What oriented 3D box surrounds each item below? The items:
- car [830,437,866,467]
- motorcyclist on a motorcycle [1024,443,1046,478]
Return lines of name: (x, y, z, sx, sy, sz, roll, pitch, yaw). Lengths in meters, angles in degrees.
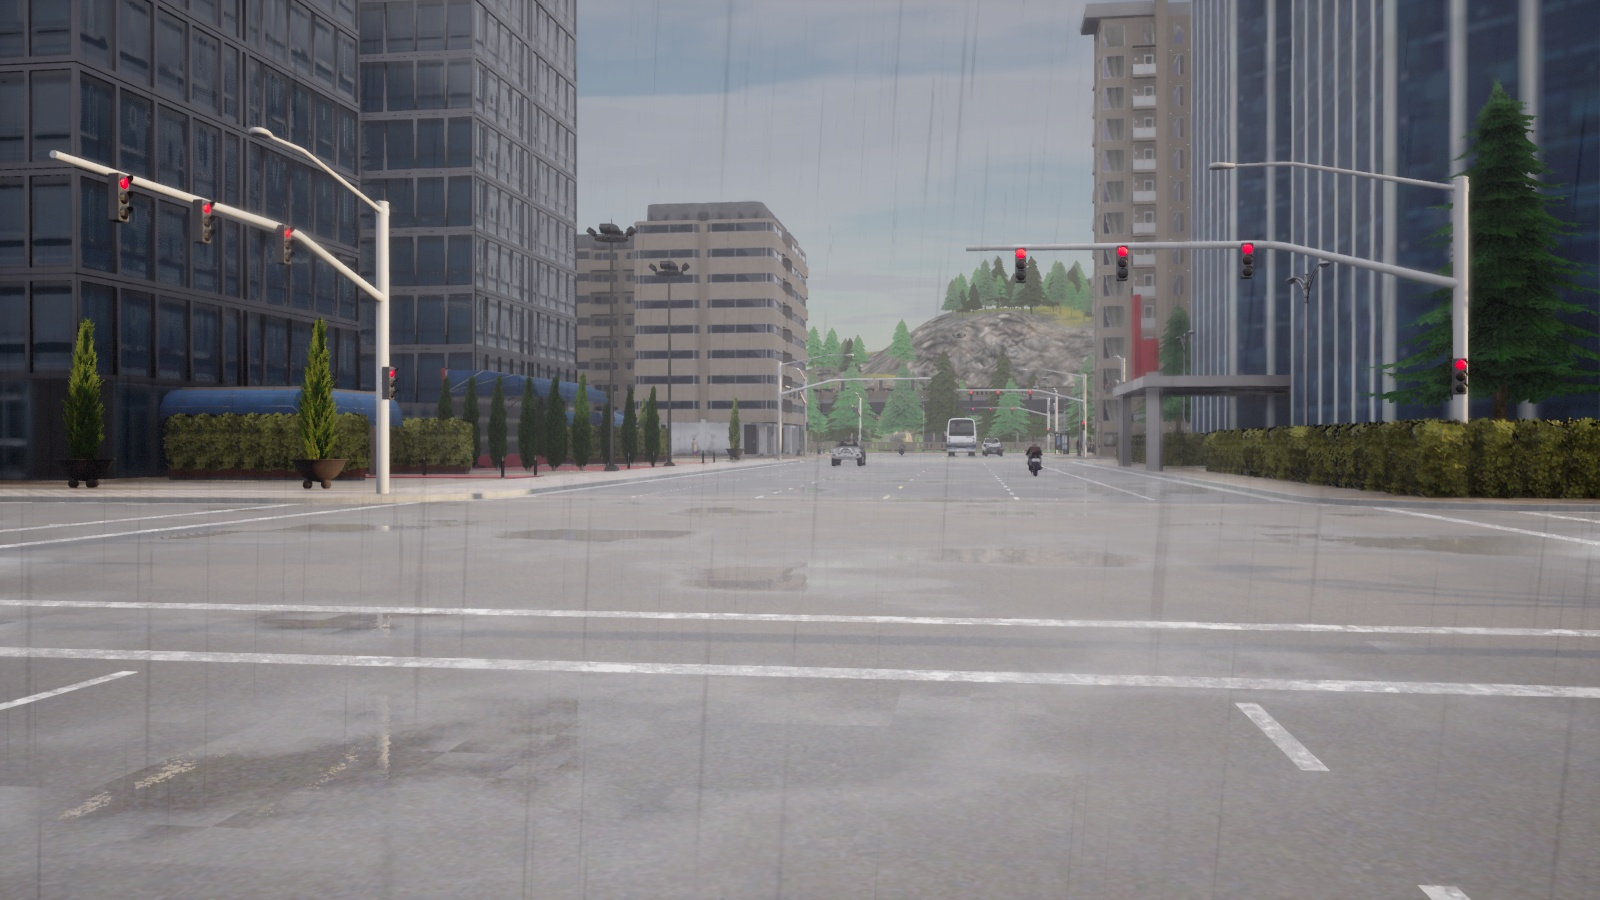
car: (3.103, 0.113, 80.282, 1.932, 1.855, 4.605, 0, 0, 7)
motorcyclist on a motorcycle: (10.623, 0.469, 56.923, 0.866, 1.530, 2.191, 0, 0, 7)
